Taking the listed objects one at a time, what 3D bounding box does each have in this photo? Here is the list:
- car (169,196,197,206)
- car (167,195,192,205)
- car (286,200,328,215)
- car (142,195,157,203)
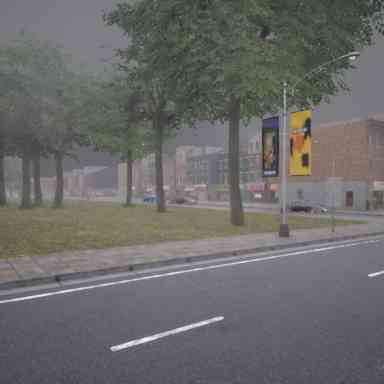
[{"bbox_3d":[-1.182,1.387,52.186,2.128,1.511,4.902,1,0,-35],"label":"car"},{"bbox_3d":[-2.296,1.380,58.695,2.128,1.511,4.902,1,0,-35],"label":"car"},{"bbox_3d":[11.560,1.556,34.322,2.128,1.511,4.902,1,0,-36],"label":"car"},{"bbox_3d":[-8.301,1.332,67.009,1.882,1.535,5.008,1,0,-36],"label":"car"}]
